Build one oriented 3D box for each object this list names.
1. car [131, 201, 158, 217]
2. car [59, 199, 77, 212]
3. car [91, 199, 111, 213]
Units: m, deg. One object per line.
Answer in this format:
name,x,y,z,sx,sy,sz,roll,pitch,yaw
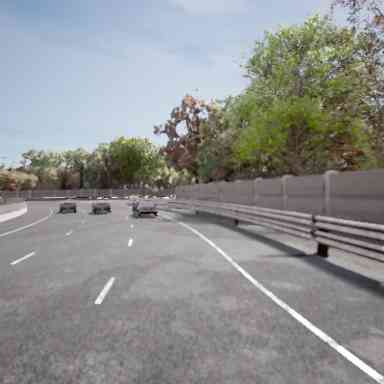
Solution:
car,-4.655,1.580,32.291,2.033,1.411,5.357,-1,0,-18
car,-15.140,1.636,40.544,2.128,1.511,4.902,-1,0,-22
car,-10.461,1.585,38.146,2.128,1.511,4.902,0,0,-20
